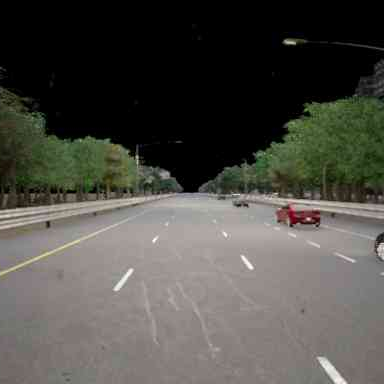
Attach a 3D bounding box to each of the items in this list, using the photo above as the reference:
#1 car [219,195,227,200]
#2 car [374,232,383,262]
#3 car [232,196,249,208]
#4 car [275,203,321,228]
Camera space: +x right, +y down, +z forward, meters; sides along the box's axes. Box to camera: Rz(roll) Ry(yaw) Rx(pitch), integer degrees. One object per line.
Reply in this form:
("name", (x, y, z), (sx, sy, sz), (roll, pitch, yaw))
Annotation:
("car", (8.484, 1.511, 91.601), (1.837, 1.490, 4.892), (0, 0, 11))
("car", (7.003, 1.509, 9.171), (1.837, 1.490, 4.892), (0, 0, 0))
("car", (7.045, 1.609, 48.755), (1.895, 1.301, 4.718), (0, 0, 0))
("car", (7.017, 1.501, 22.466), (1.882, 1.535, 5.008), (0, 0, 0))
